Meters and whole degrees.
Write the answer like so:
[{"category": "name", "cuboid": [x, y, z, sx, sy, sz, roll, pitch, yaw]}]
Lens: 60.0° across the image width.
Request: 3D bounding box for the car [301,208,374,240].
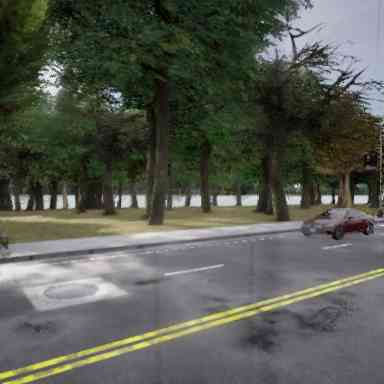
[{"category": "car", "cuboid": [7.600, 1.552, 17.109, 4.674, 1.442, 1.812, 0, 0, -36]}]
